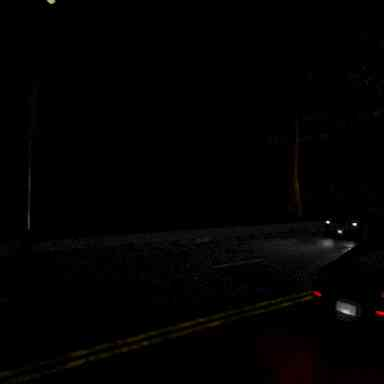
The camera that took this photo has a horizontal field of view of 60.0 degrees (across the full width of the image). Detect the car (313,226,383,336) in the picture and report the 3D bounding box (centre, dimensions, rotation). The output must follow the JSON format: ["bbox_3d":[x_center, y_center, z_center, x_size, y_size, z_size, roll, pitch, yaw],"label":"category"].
[{"bbox_3d":[4.153,1.497,6.025,4.674,1.442,1.812,0,0,-33],"label":"car"}]

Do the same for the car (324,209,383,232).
[{"bbox_3d":[8.844,1.531,16.550,4.718,1.301,1.895,0,0,-28],"label":"car"}]
